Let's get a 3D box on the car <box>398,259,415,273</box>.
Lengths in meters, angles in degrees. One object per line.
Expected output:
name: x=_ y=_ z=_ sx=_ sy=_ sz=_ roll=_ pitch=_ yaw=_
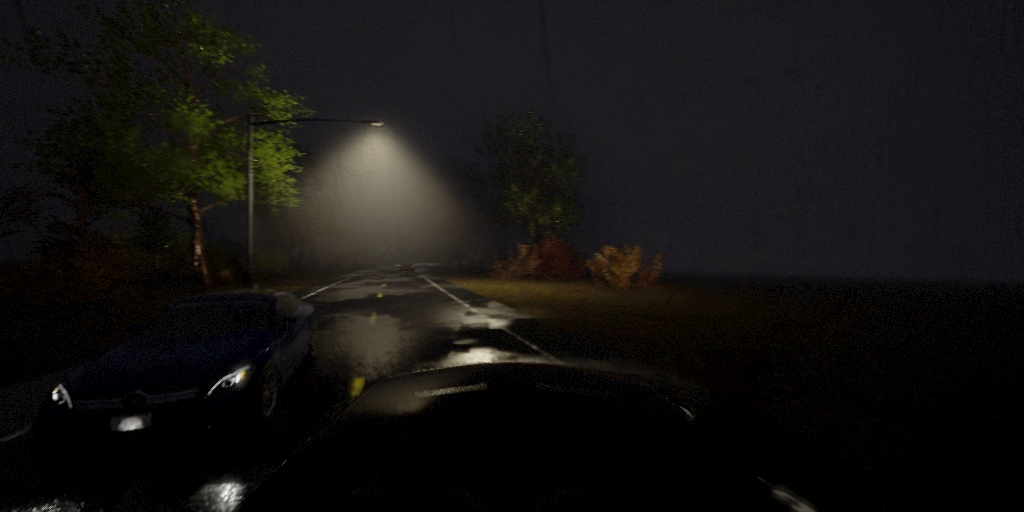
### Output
car: x=-14.011 y=1.507 z=47.955 sx=1.994 sy=1.385 sz=4.181 roll=0 pitch=0 yaw=-16

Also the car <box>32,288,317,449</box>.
car: x=-4.299 y=1.278 z=5.525 sx=1.812 sy=1.442 sz=4.674 roll=0 pitch=0 yaw=-19
